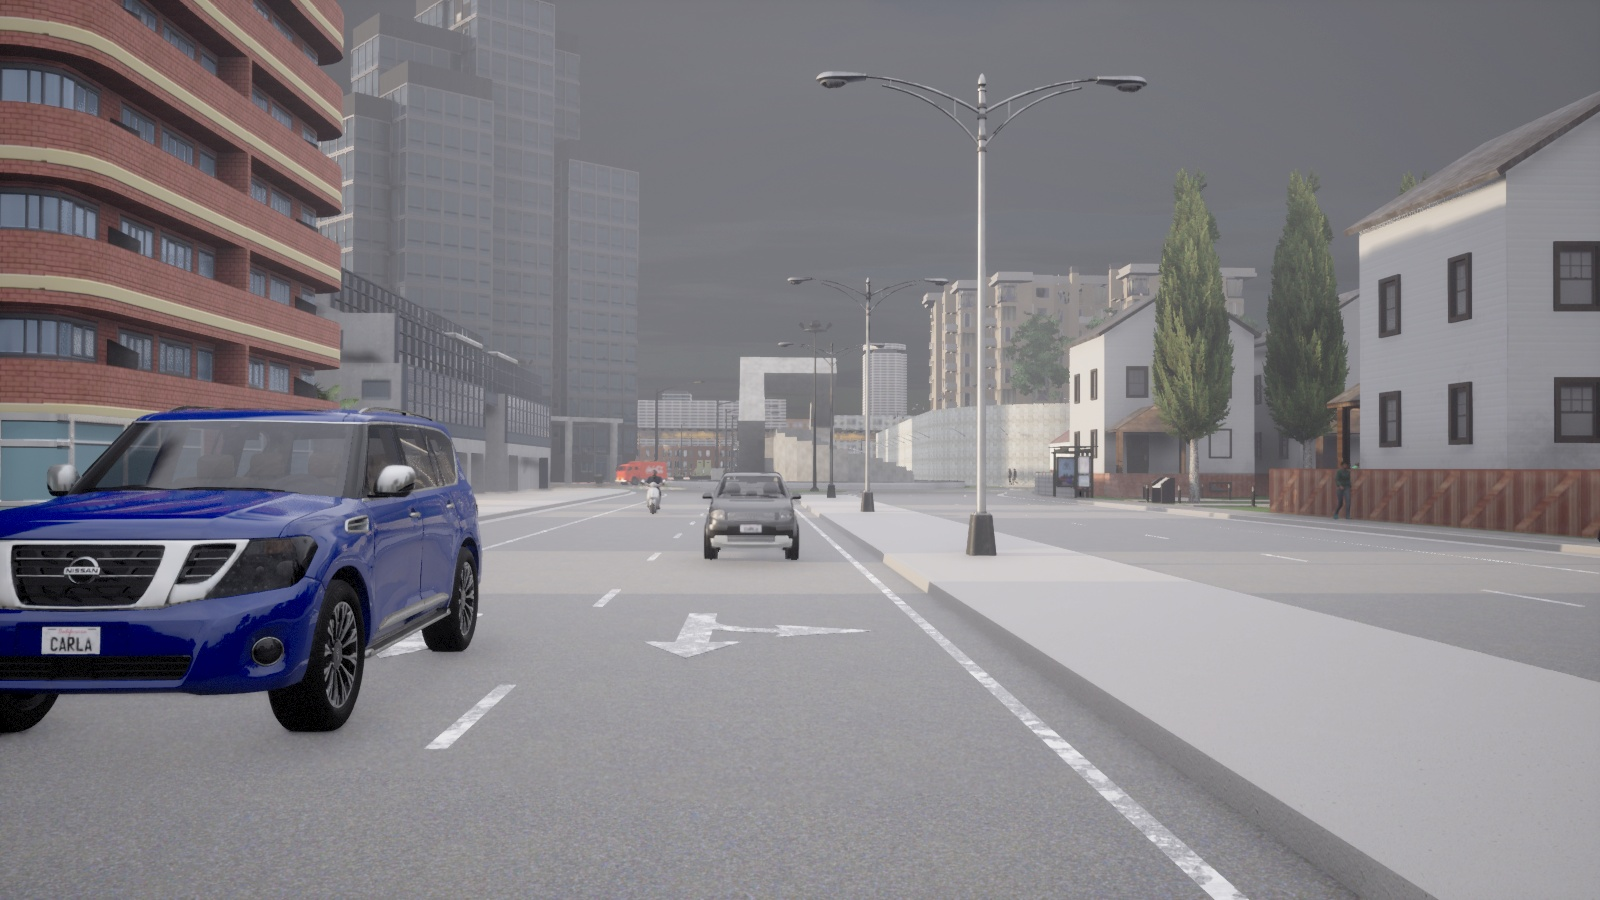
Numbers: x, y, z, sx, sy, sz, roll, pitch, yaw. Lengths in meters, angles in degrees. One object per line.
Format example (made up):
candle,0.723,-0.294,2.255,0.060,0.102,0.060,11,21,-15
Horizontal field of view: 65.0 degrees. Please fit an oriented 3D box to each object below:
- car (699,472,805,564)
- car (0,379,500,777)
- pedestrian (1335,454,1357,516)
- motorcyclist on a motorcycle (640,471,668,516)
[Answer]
car,-0.876,1.183,23.087,1.789,1.549,3.705,0,-1,-2
car,-3.854,0.704,9.265,2.150,2.045,5.566,0,-1,-2
pedestrian,16.312,1.033,37.547,0.353,1.847,0.614,0,-1,-2
motorcyclist on a motorcycle,-5.208,1.541,44.902,0.866,1.590,1.817,0,-1,-2
